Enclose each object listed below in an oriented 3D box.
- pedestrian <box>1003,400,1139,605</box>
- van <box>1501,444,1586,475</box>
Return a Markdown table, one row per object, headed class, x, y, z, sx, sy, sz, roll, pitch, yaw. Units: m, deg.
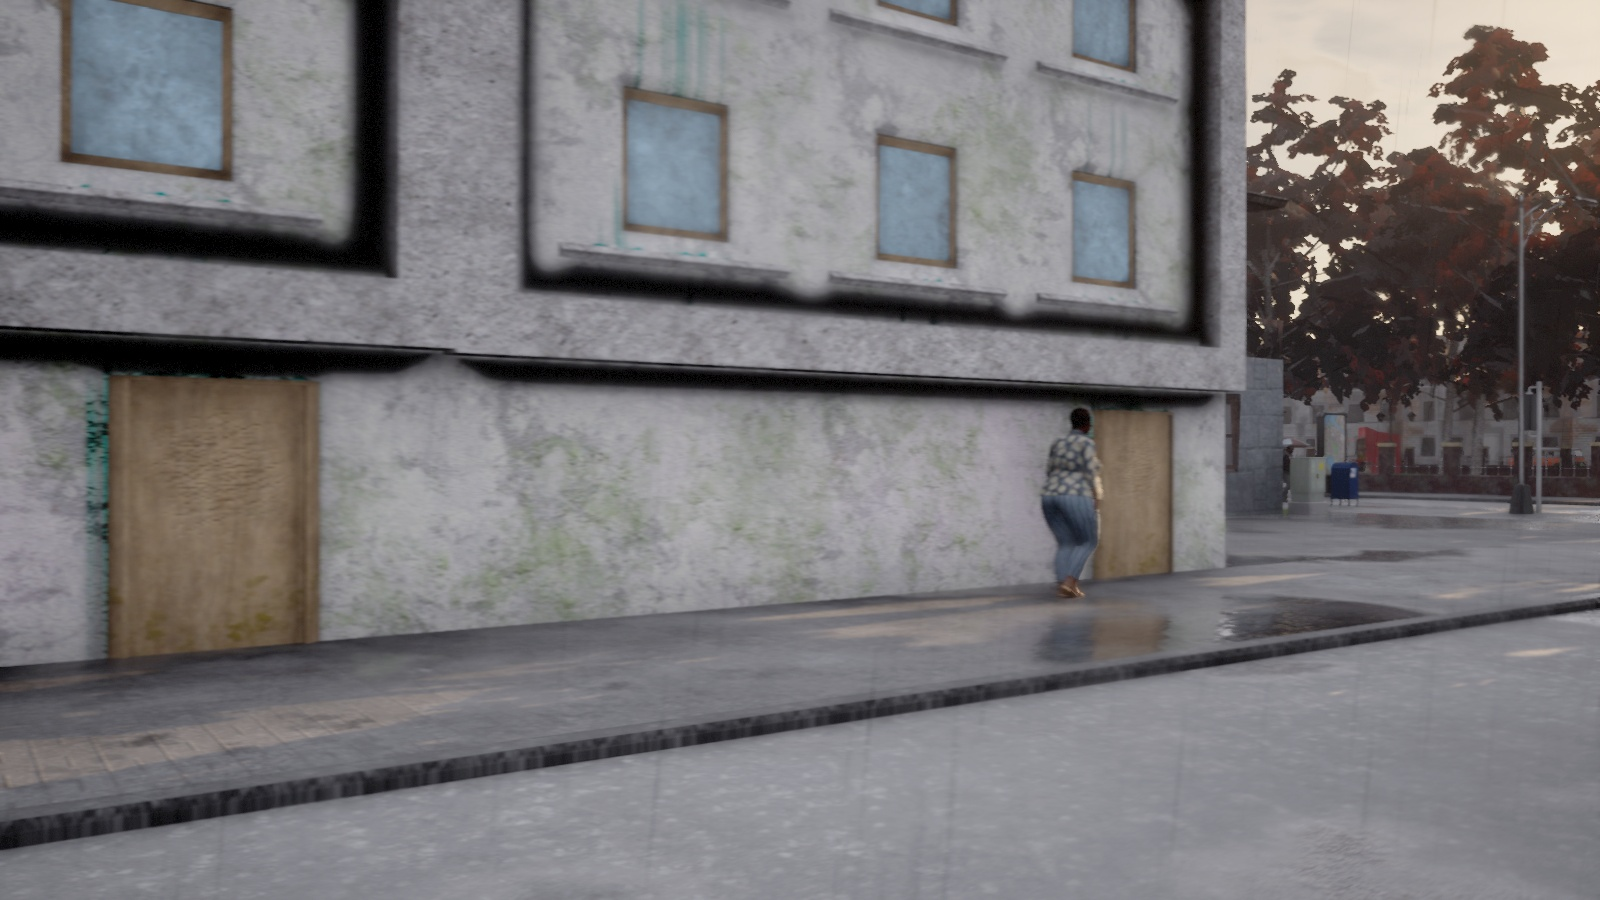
| class | x | y | z | sx | sy | sz | roll | pitch | yaw |
| --- | --- | --- | --- | --- | --- | --- | --- | --- | --- |
| pedestrian | 2.575 | 0.478 | 11.962 | 0.900 | 1.855 | 0.874 | 0 | 0 | -34 |
| van | 48.669 | 0.596 | 82.289 | 1.775 | 1.987 | 4.442 | 0 | 0 | -35 |
